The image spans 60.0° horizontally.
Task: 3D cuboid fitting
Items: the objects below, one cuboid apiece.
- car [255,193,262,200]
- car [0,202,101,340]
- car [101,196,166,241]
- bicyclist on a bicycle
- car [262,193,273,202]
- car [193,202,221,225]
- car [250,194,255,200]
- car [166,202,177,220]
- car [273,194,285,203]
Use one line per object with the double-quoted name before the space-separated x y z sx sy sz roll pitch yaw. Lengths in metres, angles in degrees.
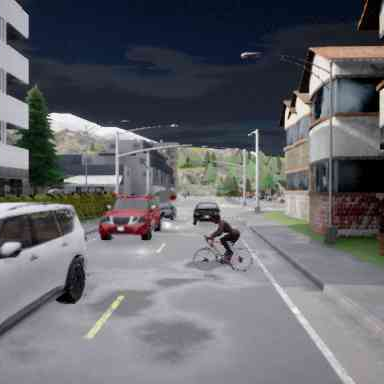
"car" 17.599 1.082 78.832 3.866 1.878 1.905 0 0 2
"car" -3.450 1.223 5.251 2.150 2.045 5.566 0 0 2
"car" -2.908 1.220 16.956 2.150 2.045 5.566 0 0 3
"bicyclist on a bicycle" 0.859 1.440 9.288 1.656 1.620 0.582 -1 0 3
"car" 17.034 1.161 66.050 5.027 1.636 2.152 0 0 2
"car" 1.099 1.475 24.278 1.882 1.535 5.008 0 0 2
"car" 17.315 1.102 81.753 4.605 1.855 1.932 0 0 2
"car" -2.359 1.560 27.449 1.994 1.385 4.181 0 0 3
"car" 17.073 1.240 59.625 3.806 1.475 1.970 0 0 2
